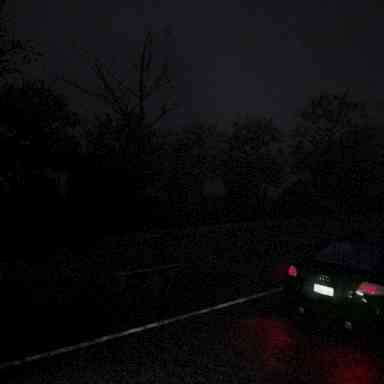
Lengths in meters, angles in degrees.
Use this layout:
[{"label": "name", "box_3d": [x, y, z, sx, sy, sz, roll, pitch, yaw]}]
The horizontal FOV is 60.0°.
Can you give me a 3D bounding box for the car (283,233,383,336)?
[{"label": "car", "box_3d": [3.713, 1.499, 6.458, 4.181, 1.385, 1.994, -1, 1, -36]}]
